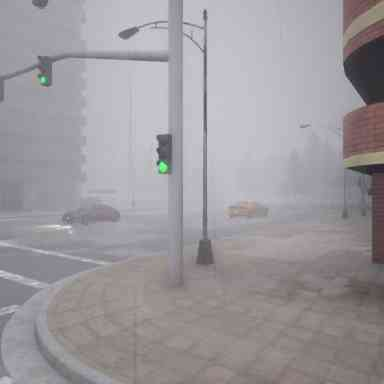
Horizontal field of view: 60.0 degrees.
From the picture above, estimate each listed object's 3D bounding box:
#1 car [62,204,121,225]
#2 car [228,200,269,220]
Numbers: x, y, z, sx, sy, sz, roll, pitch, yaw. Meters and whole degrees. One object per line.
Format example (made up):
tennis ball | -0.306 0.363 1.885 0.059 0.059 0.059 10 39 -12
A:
car | -7.213 1.564 24.116 1.994 1.385 4.181 0 0 36
car | 4.984 1.478 28.758 1.882 1.535 5.008 0 0 36
